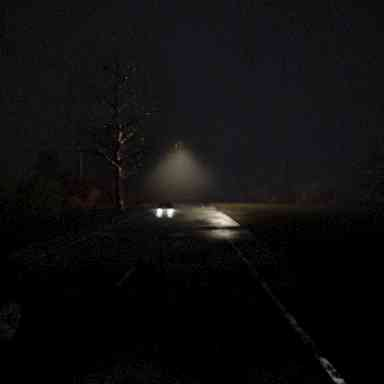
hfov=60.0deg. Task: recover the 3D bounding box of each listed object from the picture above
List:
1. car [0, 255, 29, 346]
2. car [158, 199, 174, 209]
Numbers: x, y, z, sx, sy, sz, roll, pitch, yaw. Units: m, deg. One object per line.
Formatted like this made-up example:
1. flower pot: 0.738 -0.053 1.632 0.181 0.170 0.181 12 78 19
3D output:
1. car: -3.601 1.491 3.530 2.128 1.511 4.902 0 0 0
2. car: -3.592 1.598 45.758 1.895 1.301 4.718 0 0 0
